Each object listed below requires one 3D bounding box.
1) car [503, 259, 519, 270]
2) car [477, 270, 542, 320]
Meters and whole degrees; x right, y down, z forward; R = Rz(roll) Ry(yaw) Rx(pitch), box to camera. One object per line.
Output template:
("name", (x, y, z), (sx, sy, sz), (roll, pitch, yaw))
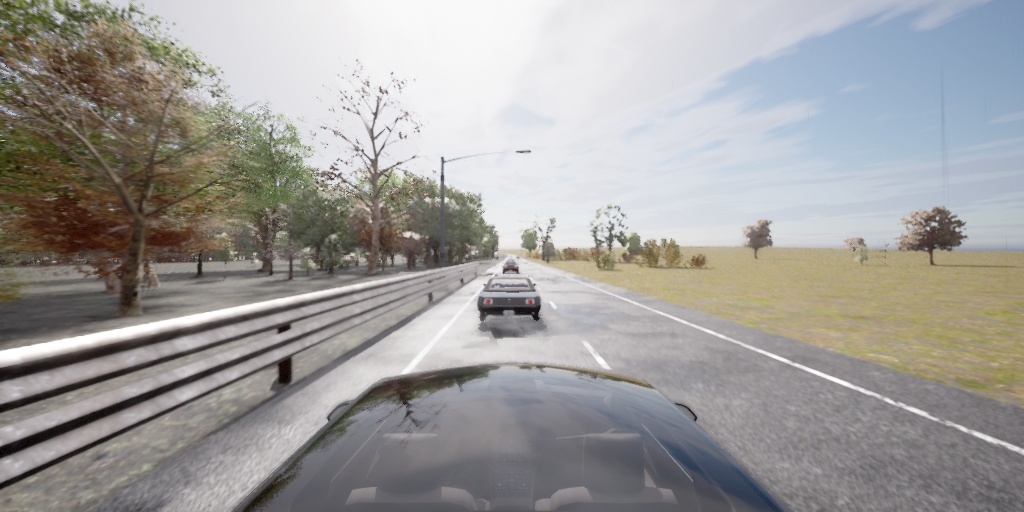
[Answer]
("car", (-0.134, 1.313, 42.499), (1.895, 1.301, 4.718), (0, 0, 0))
("car", (-0.077, 1.343, 12.531), (1.895, 1.301, 4.718), (0, 0, 0))
